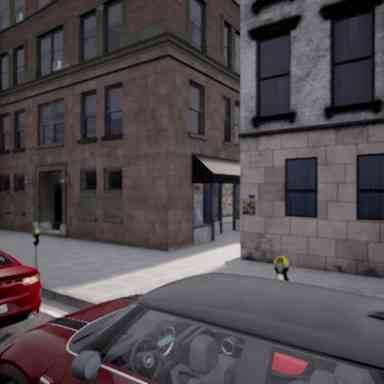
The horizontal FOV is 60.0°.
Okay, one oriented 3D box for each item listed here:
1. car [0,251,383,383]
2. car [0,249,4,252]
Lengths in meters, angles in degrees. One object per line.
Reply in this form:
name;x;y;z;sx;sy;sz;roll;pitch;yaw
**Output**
car;0.092;1.438;2.741;4.097;1.590;1.967;0;0;35
car;-4.552;1.536;6.015;4.507;1.381;1.887;0;0;35
